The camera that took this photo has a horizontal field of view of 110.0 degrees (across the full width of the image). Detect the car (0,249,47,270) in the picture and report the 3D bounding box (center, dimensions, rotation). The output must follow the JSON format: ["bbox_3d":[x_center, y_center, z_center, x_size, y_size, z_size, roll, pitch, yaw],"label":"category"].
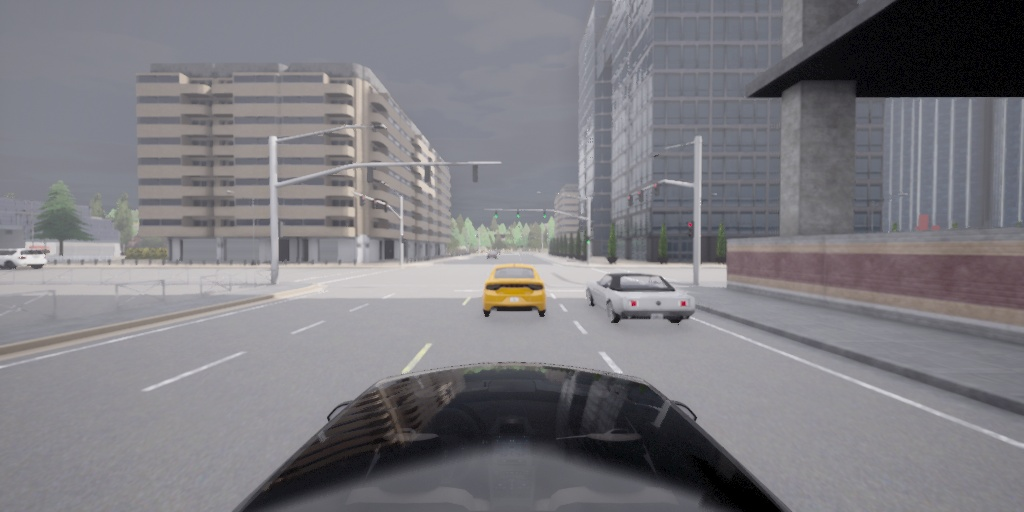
[{"bbox_3d":[-48.765,0.315,34.744,5.566,2.045,2.150,0,1,1],"label":"car"}]

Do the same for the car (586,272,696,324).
[{"bbox_3d":[3.577,1.150,11.013,1.895,1.301,4.718,0,1,0],"label":"car"}]

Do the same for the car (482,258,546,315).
[{"bbox_3d":[0.076,0.998,12.337,1.882,1.535,5.008,0,1,0],"label":"car"}]

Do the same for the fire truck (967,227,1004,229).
[{"bbox_3d":[41.246,-0.491,30.887,8.468,3.827,2.891,0,1,0],"label":"fire truck"}]
